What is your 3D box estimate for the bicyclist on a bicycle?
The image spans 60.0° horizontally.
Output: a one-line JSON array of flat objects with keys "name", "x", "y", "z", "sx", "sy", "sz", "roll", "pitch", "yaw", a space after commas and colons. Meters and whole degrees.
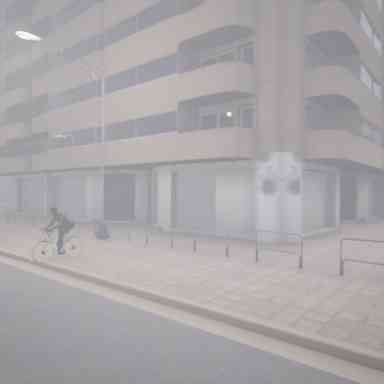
[{"name": "bicyclist on a bicycle", "x": -3.979, "y": 1.257, "z": 9.954, "sx": 0.582, "sy": 1.620, "sz": 1.656, "roll": 0, "pitch": 1, "yaw": 39}]
